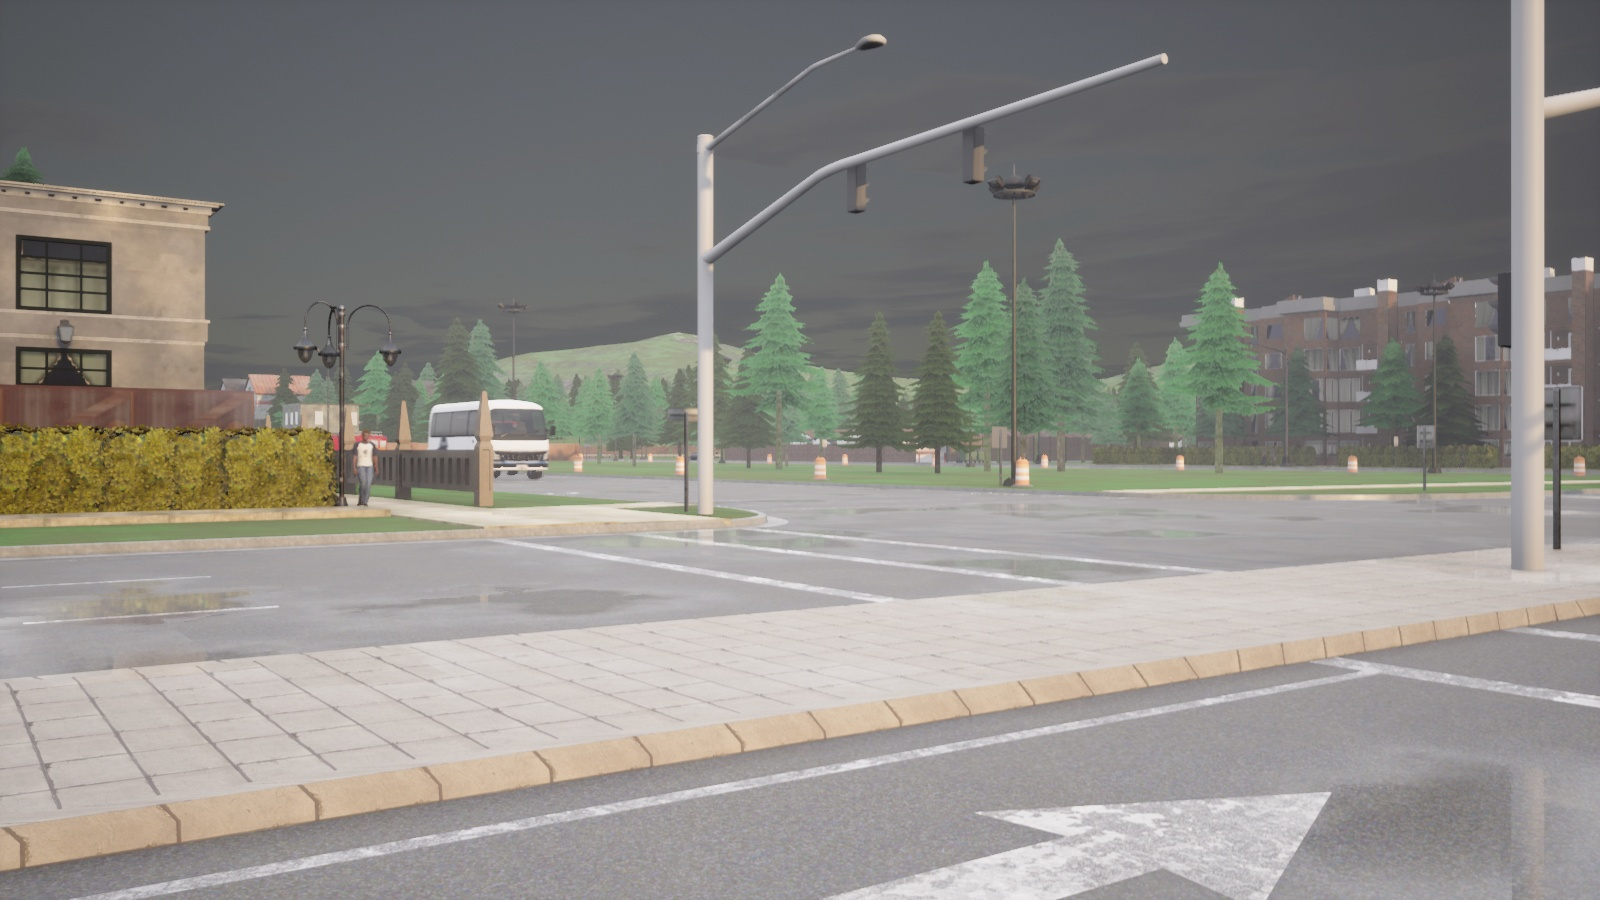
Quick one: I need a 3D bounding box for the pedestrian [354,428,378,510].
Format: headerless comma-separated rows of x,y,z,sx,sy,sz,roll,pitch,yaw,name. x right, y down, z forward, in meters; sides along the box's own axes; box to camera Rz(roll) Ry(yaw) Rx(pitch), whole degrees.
-9.888,0.431,28.626,0.354,1.836,0.706,0,0,-32,pedestrian

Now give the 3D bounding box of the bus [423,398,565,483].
-16.822,-0.473,68.310,3.944,4.253,10.273,0,0,-35,bus
